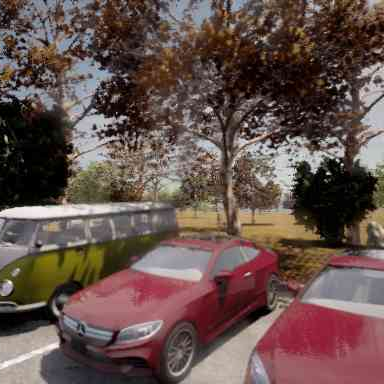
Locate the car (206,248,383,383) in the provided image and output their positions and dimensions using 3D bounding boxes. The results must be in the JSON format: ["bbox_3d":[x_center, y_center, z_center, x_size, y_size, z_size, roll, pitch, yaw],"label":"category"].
[{"bbox_3d":[2.312,1.521,4.115,2.002,1.452,4.674,0,0,36],"label":"car"}]

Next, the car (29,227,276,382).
[{"bbox_3d":[0.045,1.517,5.732,2.002,1.452,4.674,0,0,36],"label":"car"}]

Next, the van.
[{"bbox_3d":[-2.206,1.248,7.180,1.878,1.987,4.442,0,1,35],"label":"van"}]
